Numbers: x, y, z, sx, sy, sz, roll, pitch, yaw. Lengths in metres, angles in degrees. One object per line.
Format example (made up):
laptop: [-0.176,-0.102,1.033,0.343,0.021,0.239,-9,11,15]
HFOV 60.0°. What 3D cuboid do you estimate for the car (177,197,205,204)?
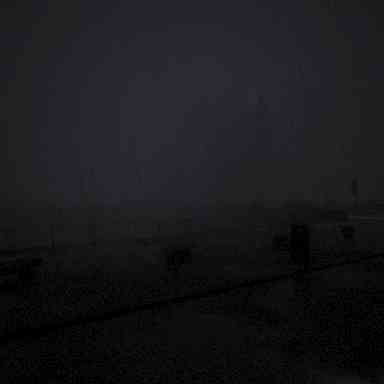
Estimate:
car: [-0.581,1.525,51.146,1.812,1.442,4.674,0,0,-35]

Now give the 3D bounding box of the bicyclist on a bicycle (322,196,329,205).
bicyclist on a bicycle: [16.603,1.349,41.360,1.656,1.620,0.582,0,0,-35]

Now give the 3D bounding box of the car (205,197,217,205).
car: [2.007,1.547,54.553,2.033,1.411,5.357,0,0,-35]

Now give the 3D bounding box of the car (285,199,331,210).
car: [11.704,1.491,33.743,2.128,1.511,4.902,0,0,-35]
